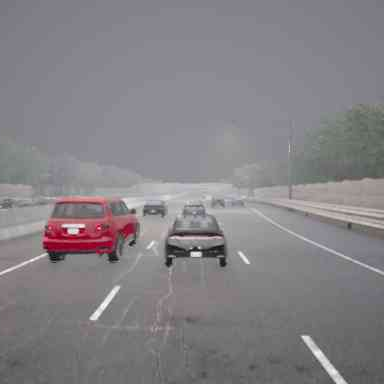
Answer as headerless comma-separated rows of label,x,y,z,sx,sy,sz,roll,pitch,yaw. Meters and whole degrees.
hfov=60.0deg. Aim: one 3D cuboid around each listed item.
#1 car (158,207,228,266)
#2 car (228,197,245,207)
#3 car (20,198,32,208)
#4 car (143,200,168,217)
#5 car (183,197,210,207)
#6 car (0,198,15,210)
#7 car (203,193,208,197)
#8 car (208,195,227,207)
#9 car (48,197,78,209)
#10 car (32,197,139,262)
car,0.120,1.481,11.480,2.128,1.511,4.902,0,0,0
car,7.148,1.507,52.228,1.812,1.442,4.674,0,0,3
car,-20.867,1.536,43.858,1.994,1.385,4.181,0,0,1
car,-3.293,1.452,30.613,1.882,1.535,5.008,0,0,0
car,0.197,1.467,29.063,2.128,1.511,4.902,0,0,0
car,-23.688,1.475,41.126,1.837,1.490,4.892,0,0,-3
car,4.201,1.557,81.563,1.812,1.442,4.674,0,0,1
car,3.767,1.477,49.615,1.837,1.490,4.892,0,0,1
car,-17.360,1.462,44.959,2.128,1.511,4.902,0,0,1
car,-3.379,1.210,12.173,2.150,2.045,5.566,0,0,0
